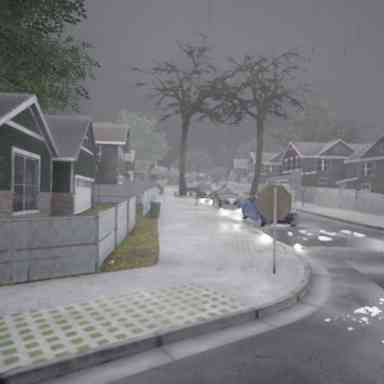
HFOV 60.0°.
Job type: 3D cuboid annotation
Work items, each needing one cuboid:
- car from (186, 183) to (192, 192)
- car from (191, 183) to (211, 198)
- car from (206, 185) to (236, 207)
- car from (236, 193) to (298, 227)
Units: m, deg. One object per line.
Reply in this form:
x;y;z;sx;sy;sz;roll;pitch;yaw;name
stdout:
-0.035;-0.800;56.062;1.882;1.535;5.008;1;2;-6;car
1.590;-0.106;40.732;2.128;1.511;4.902;1;2;-6;car
2.904;0.440;28.836;2.128;1.511;4.902;1;2;-6;car
4.089;0.917;18.158;1.882;1.535;5.008;1;2;-6;car
